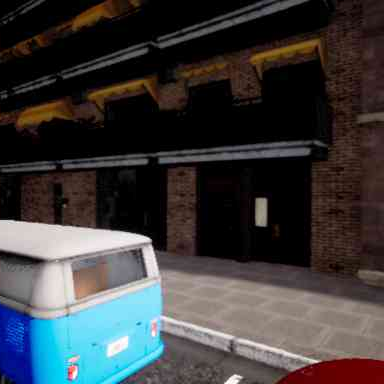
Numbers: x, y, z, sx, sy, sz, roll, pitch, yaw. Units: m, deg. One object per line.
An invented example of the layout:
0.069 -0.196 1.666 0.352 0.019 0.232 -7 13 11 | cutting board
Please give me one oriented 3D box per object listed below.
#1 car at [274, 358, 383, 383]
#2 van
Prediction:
2.344 1.545 1.195 4.507 1.381 1.887 0 0 35 | car
-2.266 1.341 4.481 3.998 1.788 1.690 0 0 35 | van
